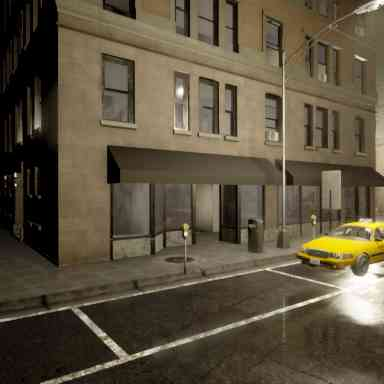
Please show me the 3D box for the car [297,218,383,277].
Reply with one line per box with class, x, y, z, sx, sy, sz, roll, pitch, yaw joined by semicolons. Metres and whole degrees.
car;5.234;1.526;10.255;4.829;1.417;1.752;0;0;-35
